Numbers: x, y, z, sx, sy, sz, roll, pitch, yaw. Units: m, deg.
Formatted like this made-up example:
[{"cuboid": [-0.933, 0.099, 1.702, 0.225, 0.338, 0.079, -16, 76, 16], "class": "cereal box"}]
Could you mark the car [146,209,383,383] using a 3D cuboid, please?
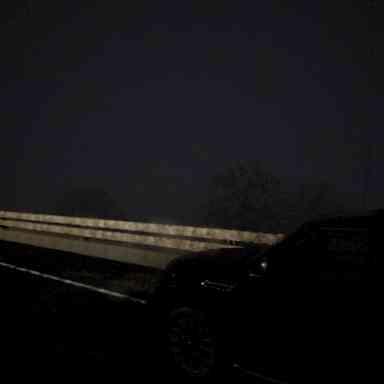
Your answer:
[{"cuboid": [2.022, 1.221, 3.718, 5.566, 2.045, 2.150, 0, 0, 36], "class": "car"}]
